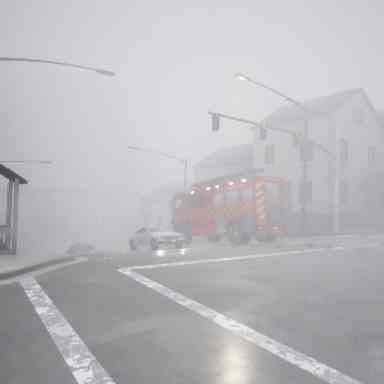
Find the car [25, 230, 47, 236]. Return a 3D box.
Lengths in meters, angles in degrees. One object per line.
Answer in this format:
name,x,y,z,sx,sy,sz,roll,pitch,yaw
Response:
car,-38.438,9.998,82.103,4.536,1.218,1.853,2,-1,-6

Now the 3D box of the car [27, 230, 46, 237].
car,-38.391,10.157,82.105,4.974,1.542,2.038,2,-1,-6

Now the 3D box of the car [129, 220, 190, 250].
car,-2.349,2.815,20.540,1.812,1.442,4.674,2,-10,-34

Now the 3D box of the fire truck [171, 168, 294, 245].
fire truck,1.989,1.136,20.748,2.891,3.827,8.468,2,-9,-34

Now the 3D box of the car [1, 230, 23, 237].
car,-42.320,9.810,78.444,1.853,1.218,4.536,1,-1,19

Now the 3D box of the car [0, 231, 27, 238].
car,-42.340,9.966,78.392,2.038,1.542,4.974,1,-1,19

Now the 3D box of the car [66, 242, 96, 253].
car,-10.932,5.639,32.640,1.994,1.385,4.181,2,-17,-36
